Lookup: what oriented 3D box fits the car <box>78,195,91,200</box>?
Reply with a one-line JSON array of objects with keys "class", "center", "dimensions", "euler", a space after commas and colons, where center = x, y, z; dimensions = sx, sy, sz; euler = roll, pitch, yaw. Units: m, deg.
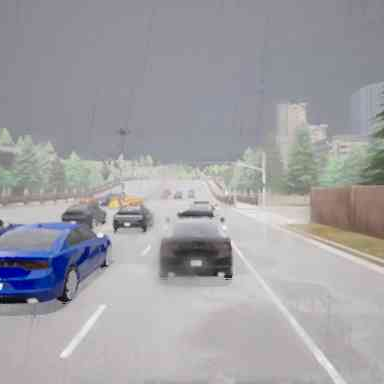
[{"class": "car", "center": [-17.566, 1.364, 55.349], "dimensions": [2.097, 1.767, 4.553], "euler": [0, 0, 0]}]

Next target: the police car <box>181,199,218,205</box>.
[{"class": "police car", "center": [0.743, 1.430, 22.327], "dimensions": [1.930, 1.638, 5.238], "euler": [0, 0, 10]}]

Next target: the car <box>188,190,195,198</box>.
[{"class": "car", "center": [-0.119, 0.951, 87.640], "dimensions": [1.895, 1.301, 4.718], "euler": [0, 4, 0]}]

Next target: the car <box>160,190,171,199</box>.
[{"class": "car", "center": [-7.104, 1.091, 84.857], "dimensions": [1.994, 1.385, 4.181], "euler": [0, 4, 0]}]

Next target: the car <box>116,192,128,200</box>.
[{"class": "car", "center": [-17.596, 0.977, 83.347], "dimensions": [2.097, 1.767, 4.553], "euler": [0, 2, 0]}]

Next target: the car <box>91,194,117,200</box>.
[{"class": "car", "center": [-14.055, 1.503, 53.161], "dimensions": [2.128, 1.511, 4.902], "euler": [0, 0, -1]}]

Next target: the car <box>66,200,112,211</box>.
[{"class": "car", "center": [-6.900, 1.510, 21.687], "dimensions": [1.837, 1.490, 4.892], "euler": [0, 0, 0]}]

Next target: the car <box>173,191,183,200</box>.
[{"class": "car", "center": [-3.602, 0.923, 84.433], "dimensions": [2.097, 1.767, 4.553], "euler": [0, 3, 0]}]

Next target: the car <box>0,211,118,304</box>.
[{"class": "car", "center": [-3.401, 1.479, 8.254], "dimensions": [1.882, 1.535, 5.008], "euler": [0, 0, 0]}]

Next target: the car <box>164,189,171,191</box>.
[{"class": "car", "center": [-7.157, 0.001, 94.467], "dimensions": [2.150, 2.045, 5.566], "euler": [0, 7, 0]}]

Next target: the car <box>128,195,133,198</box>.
[{"class": "car", "center": [-14.034, 1.465, 72.062], "dimensions": [1.882, 1.535, 5.008], "euler": [0, 0, 0]}]

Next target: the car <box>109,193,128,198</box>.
[{"class": "car", "center": [-14.017, 1.491, 62.621], "dimensions": [1.882, 1.535, 5.008], "euler": [0, 0, 1]}]

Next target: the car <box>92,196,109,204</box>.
[{"class": "car", "center": [-17.498, 1.578, 63.884], "dimensions": [1.994, 1.385, 4.181], "euler": [0, 0, 0]}]

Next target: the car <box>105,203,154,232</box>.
[{"class": "car", "center": [-3.398, 1.496, 19.911], "dimensions": [2.128, 1.511, 4.902], "euler": [0, 0, 0]}]

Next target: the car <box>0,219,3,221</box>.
[{"class": "car", "center": [-6.900, 1.353, 10.277], "dimensions": [2.097, 1.767, 4.553], "euler": [0, 0, 0]}]

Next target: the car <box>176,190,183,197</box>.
[{"class": "car", "center": [-3.657, 0.302, 94.491], "dimensions": [1.812, 1.442, 4.674], "euler": [0, 7, 0]}]

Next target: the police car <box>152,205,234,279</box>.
[{"class": "police car", "center": [0.101, 1.427, 10.213], "dimensions": [1.930, 1.638, 5.238], "euler": [0, 0, 0]}]
